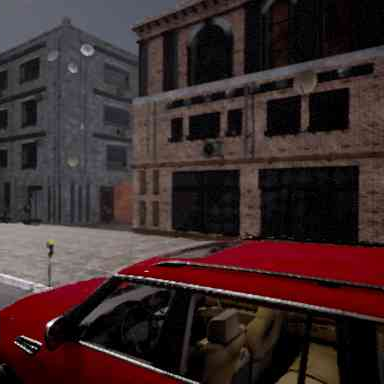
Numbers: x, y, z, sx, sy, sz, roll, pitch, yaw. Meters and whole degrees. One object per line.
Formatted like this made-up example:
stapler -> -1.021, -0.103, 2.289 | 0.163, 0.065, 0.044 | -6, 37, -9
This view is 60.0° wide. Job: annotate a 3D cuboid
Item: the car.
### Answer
car -> 0.293, 1.326, 2.603 | 5.009, 1.841, 2.192 | -1, 1, 35
